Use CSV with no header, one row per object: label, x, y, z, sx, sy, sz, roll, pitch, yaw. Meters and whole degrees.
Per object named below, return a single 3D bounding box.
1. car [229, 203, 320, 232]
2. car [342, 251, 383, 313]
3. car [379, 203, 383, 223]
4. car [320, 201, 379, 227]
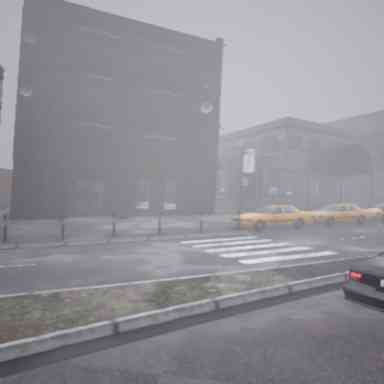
car,4.757,1.431,19.708,5.366,1.575,1.946,0,0,-27
car,5.334,1.532,6.587,5.357,1.411,2.033,0,0,-30
car,14.588,1.416,24.749,5.366,1.575,1.946,0,0,-27
car,9.674,1.422,22.223,5.366,1.575,1.946,0,0,-27
